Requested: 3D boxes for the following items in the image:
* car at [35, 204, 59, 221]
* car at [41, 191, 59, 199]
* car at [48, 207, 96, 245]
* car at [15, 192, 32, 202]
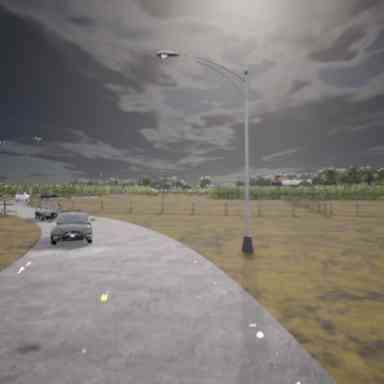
[{"bbox_3d":[-12.660,1.769,29.720,1.994,1.385,4.181,0,0,-35],"label":"car"},{"bbox_3d":[-35.952,0.824,84.160,2.150,2.045,5.566,-1,0,6],"label":"car"},{"bbox_3d":[-6.080,1.710,16.932,1.837,1.490,4.892,0,-1,-20],"label":"car"},{"bbox_3d":[-34.699,0.943,68.765,2.150,2.045,5.566,0,0,-12],"label":"car"}]
